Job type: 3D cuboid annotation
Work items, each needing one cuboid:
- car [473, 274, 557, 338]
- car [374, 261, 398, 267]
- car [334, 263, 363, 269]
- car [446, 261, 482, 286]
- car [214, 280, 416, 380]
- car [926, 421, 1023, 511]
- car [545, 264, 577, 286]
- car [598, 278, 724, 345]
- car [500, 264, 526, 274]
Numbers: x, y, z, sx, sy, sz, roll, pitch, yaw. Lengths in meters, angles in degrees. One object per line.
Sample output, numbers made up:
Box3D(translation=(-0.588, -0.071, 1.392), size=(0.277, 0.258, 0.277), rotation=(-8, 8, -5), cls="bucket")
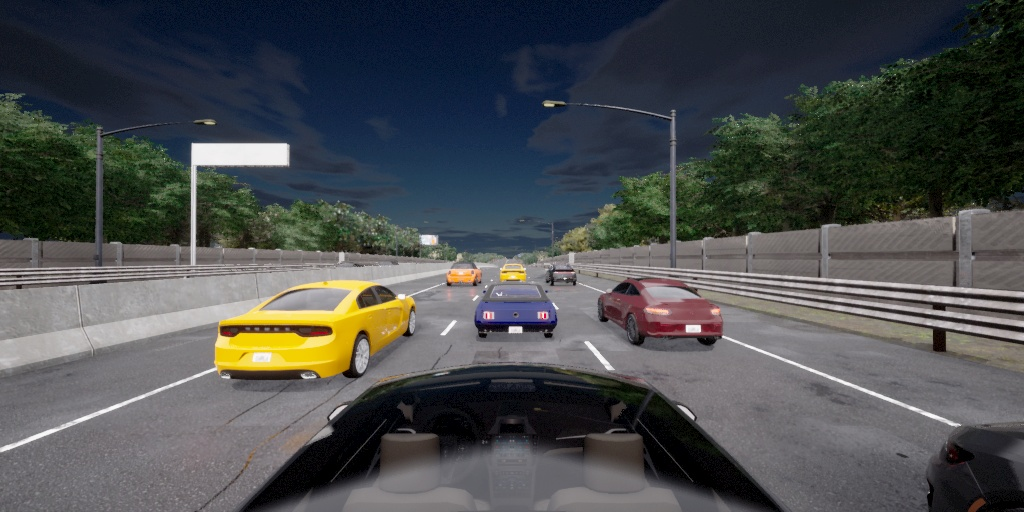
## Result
Box3D(translation=(0.093, 1.364, 10.205), size=(1.895, 1.301, 4.718), rotation=(0, 0, 0), cls="car")
Box3D(translation=(-14.140, 1.349, 40.262), size=(2.097, 1.767, 4.553), rotation=(0, -1, 0), cls="car")
Box3D(translation=(-17.639, 1.486, 38.712), size=(1.837, 1.490, 4.892), rotation=(0, -1, 0), cls="car")
Box3D(translation=(-3.430, 1.217, 26.407), size=(2.097, 1.767, 4.553), rotation=(0, -1, 1), cls="car")
Box3D(translation=(-3.406, 1.234, 7.357), size=(1.882, 1.535, 5.008), rotation=(0, 0, 0), cls="car")
Box3D(translation=(3.603, 1.255, 0.246), size=(1.837, 1.490, 4.892), rotation=(0, 0, 0), cls="car")
Box3D(translation=(3.578, 1.359, 26.721), size=(2.128, 1.511, 4.902), rotation=(0, -1, 0), cls="car")
Box3D(translation=(3.592, 1.287, 9.411), size=(1.812, 1.442, 4.674), rotation=(0, 0, 0), cls="car")
Box3D(translation=(0.072, 1.356, 27.937), size=(1.882, 1.535, 5.008), rotation=(0, -1, 0), cls="car")
